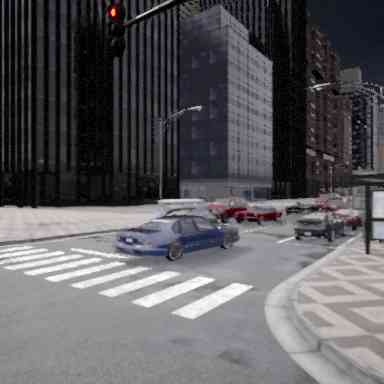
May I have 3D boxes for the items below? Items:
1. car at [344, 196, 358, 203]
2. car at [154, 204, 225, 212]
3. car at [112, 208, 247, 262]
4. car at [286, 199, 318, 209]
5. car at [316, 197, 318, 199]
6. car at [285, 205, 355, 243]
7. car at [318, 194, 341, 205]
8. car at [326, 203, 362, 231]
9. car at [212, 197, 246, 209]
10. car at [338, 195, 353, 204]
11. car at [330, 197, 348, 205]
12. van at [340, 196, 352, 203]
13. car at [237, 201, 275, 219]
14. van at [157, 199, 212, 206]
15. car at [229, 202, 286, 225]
[{"bbox_3d":[32.140,1.522,67.130,1.752,1.417,4.829,0,0,35],"label":"car"},{"bbox_3d":[-0.461,1.535,16.769,1.812,1.442,4.674,0,0,37],"label":"car"},{"bbox_3d":[-0.339,1.559,12.345,2.033,1.411,5.357,0,0,40],"label":"car"},{"bbox_3d":[10.666,1.599,32.384,1.895,1.301,4.718,0,0,36],"label":"car"},{"bbox_3d":[16.737,1.218,40.829,2.150,2.045,5.566,0,0,36],"label":"car"},{"bbox_3d":[6.244,1.559,16.082,2.008,1.369,4.403,0,0,35],"label":"car"},{"bbox_3d":[13.721,1.350,31.171,2.097,1.767,4.553,0,0,35],"label":"car"},{"bbox_3d":[9.538,1.587,20.707,1.802,1.307,4.206,0,0,35],"label":"car"},{"bbox_3d":[2.594,1.317,25.651,2.192,1.841,5.009,0,0,35],"label":"car"},{"bbox_3d":[28.945,1.437,62.645,1.967,1.590,4.097,0,0,35],"label":"car"},{"bbox_3d":[25.651,1.547,58.021,2.008,1.369,4.403,0,0,35],"label":"car"},{"bbox_3d":[12.832,1.343,25.331,1.690,1.788,3.998,0,0,35],"label":"van"},{"bbox_3d":[5.888,1.581,30.276,1.802,1.307,4.206,0,0,35],"label":"car"},{"bbox_3d":[-0.700,1.347,21.027,1.690,1.788,3.998,0,0,35],"label":"van"},{"bbox_3d":[4.883,1.604,24.278,1.895,1.301,4.718,0,0,35],"label":"car"}]
